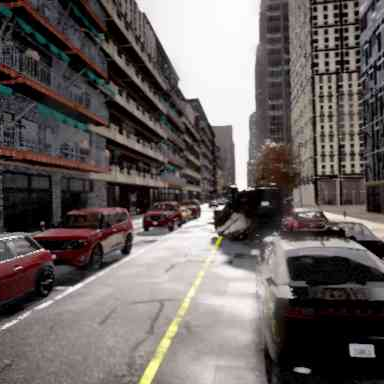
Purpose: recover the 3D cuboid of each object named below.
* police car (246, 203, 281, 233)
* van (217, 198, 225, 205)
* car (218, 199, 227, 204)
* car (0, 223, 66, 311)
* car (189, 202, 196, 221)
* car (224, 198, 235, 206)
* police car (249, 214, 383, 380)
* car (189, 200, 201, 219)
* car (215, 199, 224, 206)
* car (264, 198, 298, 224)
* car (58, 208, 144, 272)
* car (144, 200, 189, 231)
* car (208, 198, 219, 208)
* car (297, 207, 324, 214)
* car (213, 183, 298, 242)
[{"bbox_3d":[4.535,1.587,21.801,1.930,1.638,5.238,-1,-1,9],"label":"police car"},{"bbox_3d":[7.434,2.335,84.725,1.690,1.788,3.998,-1,-1,9],"label":"van"},{"bbox_3d":[8.289,2.617,90.318,2.008,1.369,4.403,-1,-1,9],"label":"car"},{"bbox_3d":[-4.472,1.618,6.339,1.967,1.590,4.097,-1,-1,9],"label":"car"},{"bbox_3d":[-1.094,1.900,28.567,1.752,1.417,4.829,-1,-1,9],"label":"car"},{"bbox_3d":[8.232,2.133,72.100,2.097,1.767,4.553,-1,-1,9],"label":"car"},{"bbox_3d":[2.132,1.449,5.984,1.930,1.638,5.238,-1,-1,9],"label":"police car"},{"bbox_3d":[-0.222,1.745,34.336,2.192,1.841,5.009,-1,-1,9],"label":"car"},{"bbox_3d":[6.588,2.490,79.121,1.947,1.339,4.313,-1,-1,9],"label":"car"},{"bbox_3d":[7.211,1.487,27.481,2.192,1.841,5.009,-1,-1,9],"label":"car"},{"bbox_3d":[-3.623,1.542,11.940,2.192,1.841,5.009,-1,-1,9],"label":"car"},{"bbox_3d":[-1.922,1.640,23.137,2.192,1.841,5.009,-1,-1,9],"label":"car"},{"bbox_3d":[4.035,2.296,62.326,1.947,1.339,4.313,-1,-1,9],"label":"car"},{"bbox_3d":[5.512,1.511,16.281,1.967,1.590,4.097,-1,-1,9],"label":"car"},{"bbox_3d":[2.582,1.331,15.976,2.150,2.045,5.566,-3,-20,-10],"label":"car"}]
